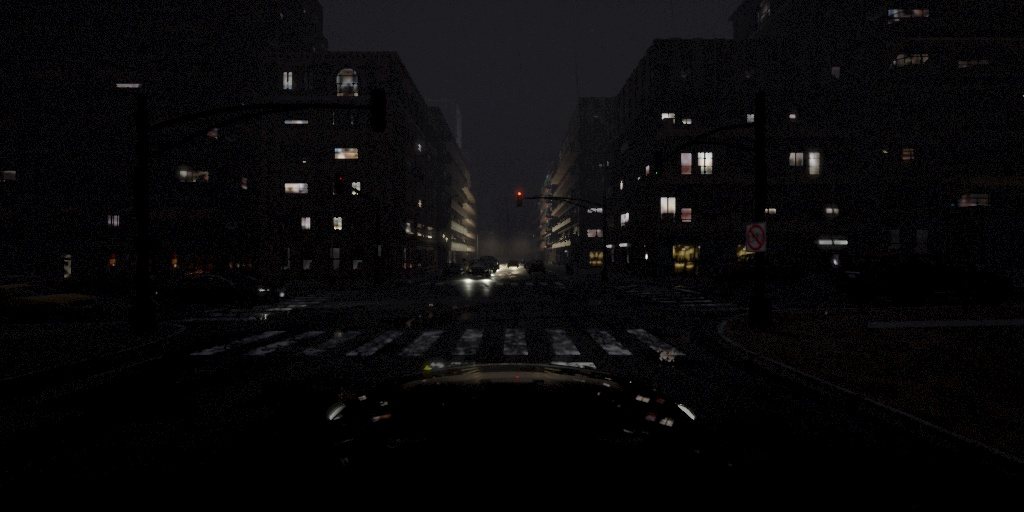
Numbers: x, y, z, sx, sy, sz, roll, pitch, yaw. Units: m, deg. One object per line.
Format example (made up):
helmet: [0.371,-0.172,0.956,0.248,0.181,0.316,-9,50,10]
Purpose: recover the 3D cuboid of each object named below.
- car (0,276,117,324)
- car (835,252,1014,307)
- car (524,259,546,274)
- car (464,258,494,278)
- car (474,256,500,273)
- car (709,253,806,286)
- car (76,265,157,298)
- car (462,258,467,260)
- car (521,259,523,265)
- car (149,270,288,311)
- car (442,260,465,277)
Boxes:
car: [-17.608,1.585,12.815,4.829,1.417,1.751,0,0,0]
car: [14.733,0.775,13.032,5.009,1.841,2.192,0,0,0]
car: [2.769,1.198,40.785,1.967,1.591,4.097,0,0,0]
car: [-3.036,1.233,34.102,1.882,1.535,5.008,0,0,0]
car: [-3.014,0.981,44.083,2.150,2.045,5.566,0,0,0]
car: [14.615,0.759,21.412,5.009,1.841,2.192,0,0,0]
car: [-23.560,1.462,21.123,5.009,1.841,2.192,0,0,0]
car: [-5.612,1.283,40.630,1.751,1.417,4.829,0,0,0]
car: [2.803,1.348,57.832,1.802,1.307,4.207,0,0,0]
car: [-12.381,1.447,15.440,4.902,1.511,2.128,-1,0,0]
car: [-5.623,1.322,35.117,1.948,1.339,4.313,0,0,0]
